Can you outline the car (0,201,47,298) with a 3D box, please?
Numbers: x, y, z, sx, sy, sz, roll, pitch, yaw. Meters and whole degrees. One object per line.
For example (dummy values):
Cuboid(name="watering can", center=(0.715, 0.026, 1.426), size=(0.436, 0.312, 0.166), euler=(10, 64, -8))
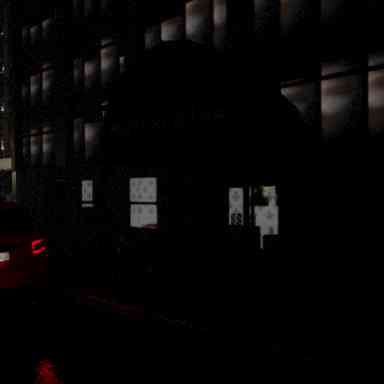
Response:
Cuboid(name="car", center=(-5.468, 1.213, 7.278), size=(5.566, 2.045, 2.150), euler=(0, 0, 35))
